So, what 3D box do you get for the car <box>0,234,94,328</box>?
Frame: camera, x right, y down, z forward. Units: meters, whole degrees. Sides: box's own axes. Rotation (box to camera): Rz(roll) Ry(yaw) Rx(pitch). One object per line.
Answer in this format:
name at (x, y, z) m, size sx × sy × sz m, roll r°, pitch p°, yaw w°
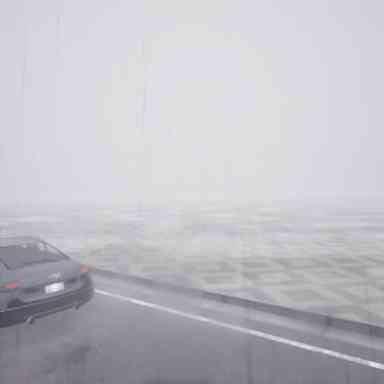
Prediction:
car at (-3.920, 1.568, 6.753) m, size 4.181 × 1.385 × 1.994 m, roll 0°, pitch 0°, yaw 36°
